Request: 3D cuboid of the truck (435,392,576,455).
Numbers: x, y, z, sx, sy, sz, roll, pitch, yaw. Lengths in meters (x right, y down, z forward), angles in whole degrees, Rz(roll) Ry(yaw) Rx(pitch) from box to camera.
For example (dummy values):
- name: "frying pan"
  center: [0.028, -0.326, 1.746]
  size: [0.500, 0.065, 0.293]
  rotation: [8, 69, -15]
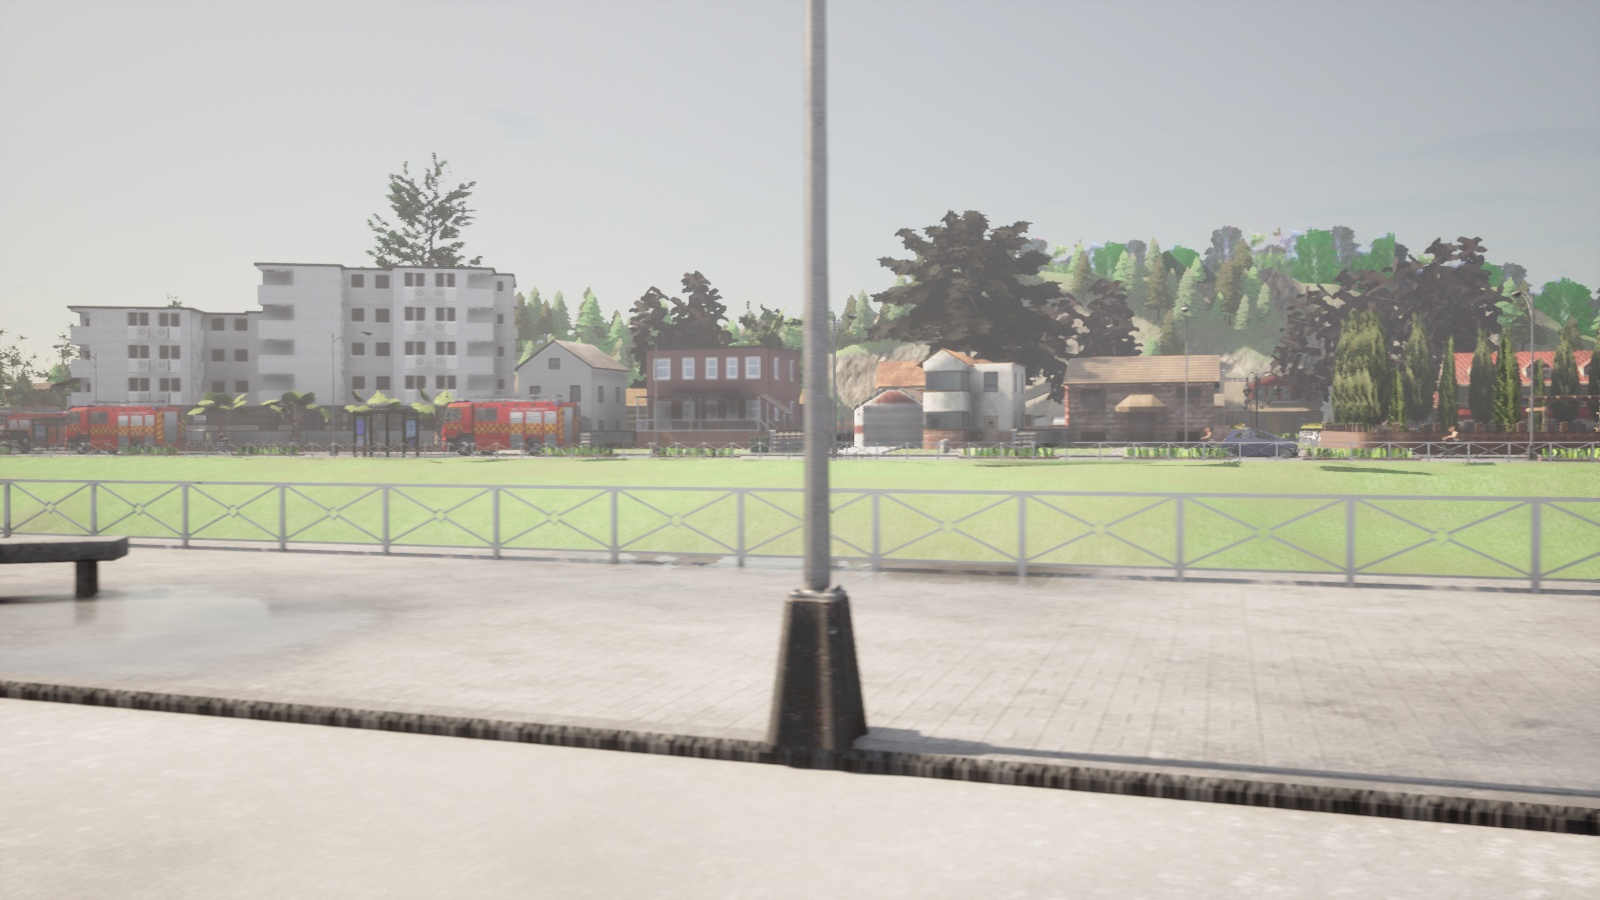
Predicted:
- name: "truck"
  center: [-18.589, -1.677, 79.269]
  size: [8.468, 3.827, 2.891]
  rotation: [1, 1, 19]

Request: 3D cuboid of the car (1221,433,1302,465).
- name: "car"
  center: [22.466, -0.056, 61.244]
  size: [3.633, 1.501, 1.845]
  rotation: [1, 1, 19]
